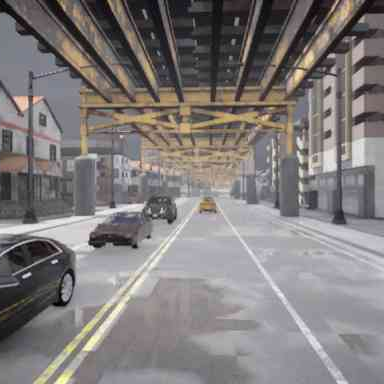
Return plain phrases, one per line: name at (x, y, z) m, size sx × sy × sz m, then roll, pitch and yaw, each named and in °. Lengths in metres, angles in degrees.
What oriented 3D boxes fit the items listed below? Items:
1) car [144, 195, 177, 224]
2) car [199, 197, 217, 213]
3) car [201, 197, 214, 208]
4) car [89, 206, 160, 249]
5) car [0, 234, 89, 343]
car at (-2.426, 1.300, 26.120) m, size 2.150 × 2.045 × 5.566 m, roll 0°, pitch 0°, yaw 3°
car at (1.828, 1.530, 38.088) m, size 1.882 × 1.535 × 5.008 m, roll 0°, pitch 0°, yaw 3°
car at (2.308, 1.493, 48.483) m, size 1.837 × 1.490 × 4.892 m, roll 0°, pitch 0°, yaw 3°
car at (-2.976, 1.604, 15.160) m, size 2.033 × 1.411 × 5.357 m, roll 0°, pitch 0°, yaw 3°
car at (-3.464, 1.525, 5.313) m, size 1.837 × 1.490 × 4.892 m, roll 0°, pitch 0°, yaw 3°
